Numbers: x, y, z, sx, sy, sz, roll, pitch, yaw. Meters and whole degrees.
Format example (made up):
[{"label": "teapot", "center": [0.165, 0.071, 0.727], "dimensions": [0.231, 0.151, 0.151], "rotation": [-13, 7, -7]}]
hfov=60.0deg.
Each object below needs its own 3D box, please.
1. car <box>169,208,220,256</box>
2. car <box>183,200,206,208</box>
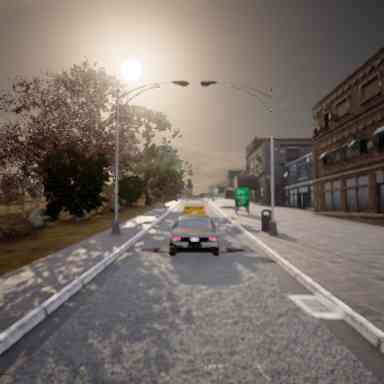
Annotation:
[{"label": "car", "center": [0.085, 1.598, 13.347], "dimensions": [2.033, 1.411, 5.357], "rotation": [0, 0, 0]}, {"label": "car", "center": [0.231, 1.487, 29.500], "dimensions": [1.882, 1.535, 5.008], "rotation": [0, 0, 1]}]
